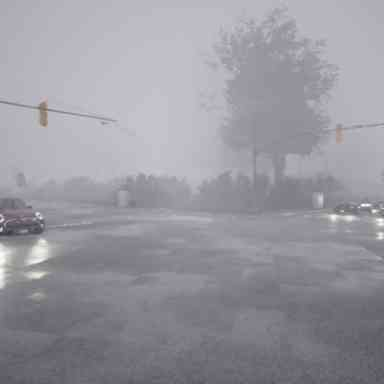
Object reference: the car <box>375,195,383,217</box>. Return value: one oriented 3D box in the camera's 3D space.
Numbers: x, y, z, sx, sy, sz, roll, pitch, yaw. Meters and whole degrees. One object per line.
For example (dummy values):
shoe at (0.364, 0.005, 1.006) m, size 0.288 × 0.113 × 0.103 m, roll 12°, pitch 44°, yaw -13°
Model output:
car at (16.118, 1.111, 25.587) m, size 4.892 × 1.490 × 1.837 m, roll -1°, pitch 1°, yaw -44°

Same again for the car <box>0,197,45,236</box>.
car at (-8.627, 1.016, 15.315) m, size 4.553 × 1.767 × 2.097 m, roll 1°, pitch 1°, yaw 42°

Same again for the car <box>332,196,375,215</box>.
car at (13.858, 1.093, 28.270) m, size 5.357 × 1.411 × 2.033 m, roll -1°, pitch 1°, yaw -44°

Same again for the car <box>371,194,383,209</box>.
car at (20.556, 0.976, 34.817) m, size 4.674 × 1.442 × 1.812 m, roll -1°, pitch 2°, yaw -45°
